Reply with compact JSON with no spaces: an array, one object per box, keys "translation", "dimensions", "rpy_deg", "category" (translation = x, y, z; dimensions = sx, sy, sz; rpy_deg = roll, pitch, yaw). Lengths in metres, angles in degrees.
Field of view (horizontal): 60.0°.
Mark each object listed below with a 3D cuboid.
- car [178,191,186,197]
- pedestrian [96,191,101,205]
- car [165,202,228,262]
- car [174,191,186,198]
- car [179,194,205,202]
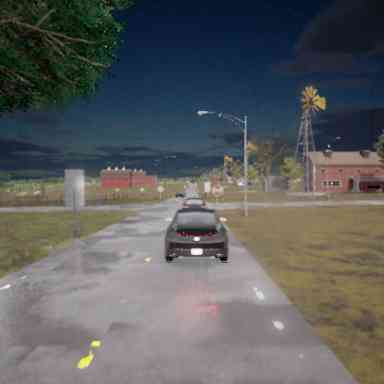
[{"translation":[-2.461,0.467,82.728],"dimensions":[1.994,1.385,4.181],"rpy_deg":[0,0,0],"category":"car"},{"translation":[-12.005,0.727,42.727],"dimensions":[0.375,1.860,0.375],"rpy_deg":[0,3,0],"category":"pedestrian"},{"translation":[0.135,1.294,11.202],"dimensions":[1.837,1.490,4.892],"rpy_deg":[0,1,0],"category":"car"},{"translation":[-2.518,0.612,67.355],"dimensions":[1.895,1.301,4.718],"rpy_deg":[0,1,0],"category":"car"},{"translation":[0.178,1.106,23.689],"dimensions":[1.812,1.442,4.674],"rpy_deg":[0,1,0],"category":"car"}]
